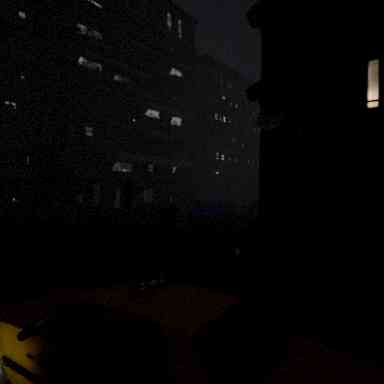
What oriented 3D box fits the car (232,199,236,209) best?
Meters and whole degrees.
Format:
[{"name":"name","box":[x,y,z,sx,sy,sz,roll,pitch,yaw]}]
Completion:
[{"name":"car","box":[4.910,1.724,50.089,1.967,1.590,4.097,1,0,36]}]

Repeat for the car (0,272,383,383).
[{"name":"car","box":[-0.622,1.523,3.461,4.829,1.417,1.752,0,1,36]}]

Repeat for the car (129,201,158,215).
[{"name":"car","box":[-4.919,1.692,36.711,1.887,1.381,4.507,1,0,36]}]

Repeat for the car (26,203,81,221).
[{"name":"car","box":[-11.472,1.607,27.793,2.008,1.369,4.403,1,0,36]}]

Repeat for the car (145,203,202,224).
[{"name":"car","box":[-1.448,1.813,27.284,1.947,1.339,4.313,1,0,36]}]

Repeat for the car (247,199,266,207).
[{"name":"car","box":[11.461,1.955,59.008,1.802,1.307,4.206,1,0,36]}]

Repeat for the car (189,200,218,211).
[{"name":"car","box":[1.633,1.820,45.630,1.802,1.307,4.206,1,0,36]}]

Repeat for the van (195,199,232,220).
[{"name":"van","box":[1.831,1.634,31.744,1.690,1.788,3.998,1,0,36]}]

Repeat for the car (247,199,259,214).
[{"name":"car","box":[8.382,1.823,40.662,1.967,1.590,4.097,1,0,36]}]
